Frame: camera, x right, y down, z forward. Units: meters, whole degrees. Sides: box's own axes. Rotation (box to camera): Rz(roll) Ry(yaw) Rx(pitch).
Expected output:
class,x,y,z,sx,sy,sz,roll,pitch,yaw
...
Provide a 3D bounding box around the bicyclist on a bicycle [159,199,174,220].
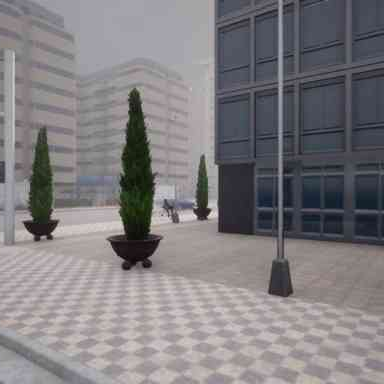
class,x,y,z,sx,sy,sz,roll,pitch,yaw
bicyclist on a bicycle,-1.935,1.356,25.837,1.656,1.620,0.582,0,0,35

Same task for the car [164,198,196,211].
class,x,y,z,sx,sy,sz,roll,pitch,yaw
car,-1.336,1.533,41.041,1.882,1.535,5.008,0,0,35
